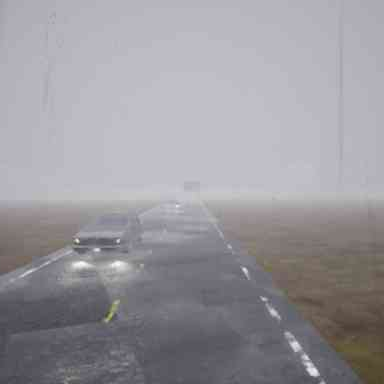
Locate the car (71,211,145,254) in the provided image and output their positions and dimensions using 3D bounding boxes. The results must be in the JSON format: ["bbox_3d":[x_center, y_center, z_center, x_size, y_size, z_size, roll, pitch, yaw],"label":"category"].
[{"bbox_3d":[-3.099,1.494,13.490,2.033,1.411,5.357,0,0,0],"label":"car"}]

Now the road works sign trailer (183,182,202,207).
[{"bbox_3d":[0.010,0.286,46.200,2.380,3.560,2.880,0,0,0],"label":"road works sign trailer"}]

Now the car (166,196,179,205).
[{"bbox_3d":[-3.055,1.320,53.343,1.812,1.442,4.674,0,0,0],"label":"car"}]
